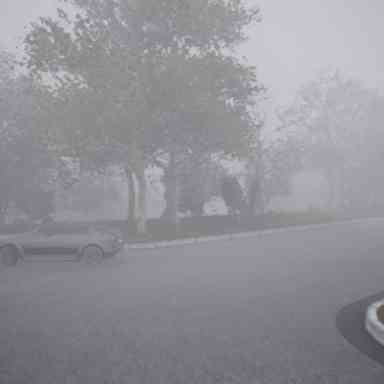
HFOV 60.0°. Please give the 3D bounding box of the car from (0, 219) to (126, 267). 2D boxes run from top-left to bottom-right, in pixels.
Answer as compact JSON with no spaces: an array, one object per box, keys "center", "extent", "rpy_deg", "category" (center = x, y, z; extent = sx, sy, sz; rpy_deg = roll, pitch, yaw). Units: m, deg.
[{"center":[-4.383,1.629,11.217],"extent":[4.181,1.385,1.994],"rpy_deg":[-1,1,4],"category":"car"}]
